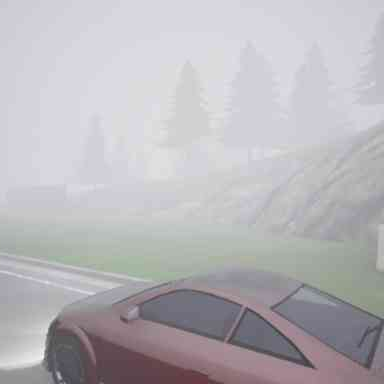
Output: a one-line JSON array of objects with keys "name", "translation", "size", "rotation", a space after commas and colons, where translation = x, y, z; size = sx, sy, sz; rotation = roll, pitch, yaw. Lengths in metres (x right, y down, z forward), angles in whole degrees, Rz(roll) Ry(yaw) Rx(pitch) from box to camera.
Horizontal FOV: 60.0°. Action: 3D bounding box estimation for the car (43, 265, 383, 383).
[{"name": "car", "translation": [0.228, 1.575, 3.718], "size": [4.181, 1.385, 1.994], "rotation": [0, 0, 35]}]
